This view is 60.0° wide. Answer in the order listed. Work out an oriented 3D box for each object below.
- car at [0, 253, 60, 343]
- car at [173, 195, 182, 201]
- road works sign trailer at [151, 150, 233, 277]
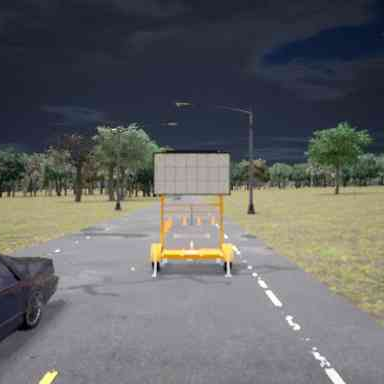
[{"bbox_3d":[-3.499,1.568,4.213,2.033,1.411,5.357,0,0,0],"label":"car"},{"bbox_3d":[-3.524,1.408,79.628,1.837,1.490,4.892,0,0,0],"label":"car"},{"bbox_3d":[-0.002,0.506,10.407,2.380,3.560,2.880,0,0,0],"label":"road works sign trailer"}]
